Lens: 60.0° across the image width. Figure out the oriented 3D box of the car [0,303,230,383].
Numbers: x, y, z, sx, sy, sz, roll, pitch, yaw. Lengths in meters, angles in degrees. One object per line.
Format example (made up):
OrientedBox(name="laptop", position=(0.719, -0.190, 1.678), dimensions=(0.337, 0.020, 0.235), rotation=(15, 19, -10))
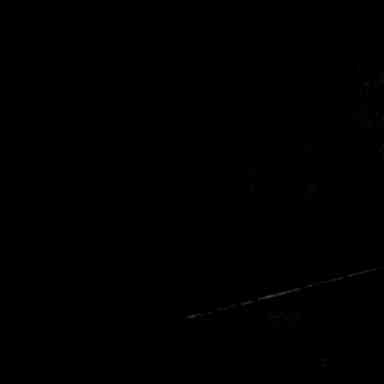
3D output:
OrientedBox(name="car", position=(-1.989, 1.599, 2.327), dimensions=(4.718, 1.301, 1.895), rotation=(0, 0, -36))
